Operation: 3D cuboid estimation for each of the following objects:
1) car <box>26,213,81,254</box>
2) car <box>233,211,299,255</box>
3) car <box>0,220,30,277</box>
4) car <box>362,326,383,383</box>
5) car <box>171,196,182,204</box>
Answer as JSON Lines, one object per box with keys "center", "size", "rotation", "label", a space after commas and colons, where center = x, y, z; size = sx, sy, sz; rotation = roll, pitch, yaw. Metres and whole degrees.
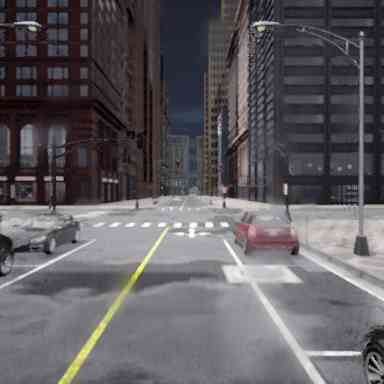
{"center": [-5.769, 1.541, 13.190], "size": [2.008, 1.369, 4.403], "rotation": [0, 0, 0], "label": "car"}
{"center": [2.755, 1.430, 13.193], "size": [1.967, 1.590, 4.097], "rotation": [0, 0, 0], "label": "car"}
{"center": [-5.768, 1.560, 7.553], "size": [1.947, 1.339, 4.313], "rotation": [0, 0, 0], "label": "car"}
{"center": [2.758, 1.564, 1.921], "size": [1.947, 1.339, 4.313], "rotation": [0, 0, 0], "label": "car"}
{"center": [-3.039, 1.515, 65.388], "size": [1.812, 1.442, 4.674], "rotation": [0, 1, 0], "label": "car"}
